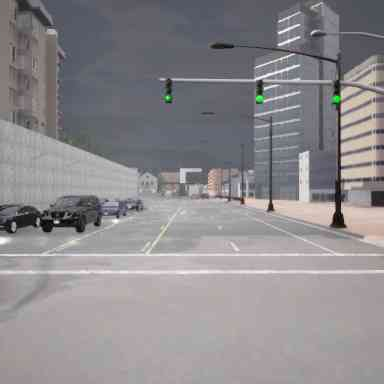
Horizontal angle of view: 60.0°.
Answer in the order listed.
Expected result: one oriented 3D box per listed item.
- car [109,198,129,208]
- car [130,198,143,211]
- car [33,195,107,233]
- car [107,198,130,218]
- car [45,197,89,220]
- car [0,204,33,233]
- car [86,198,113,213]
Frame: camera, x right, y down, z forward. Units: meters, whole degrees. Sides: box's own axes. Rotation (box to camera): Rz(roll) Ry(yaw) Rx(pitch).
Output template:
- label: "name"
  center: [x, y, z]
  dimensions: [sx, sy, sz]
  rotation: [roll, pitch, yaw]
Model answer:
- label: "car"
  center: [-10.570, 1.601, 48.530]
  dimensions: [1.895, 1.301, 4.718]
  rotation: [0, 0, 0]
- label: "car"
  center: [-7.102, 1.491, 40.199]
  dimensions: [2.128, 1.511, 4.902]
  rotation: [0, 0, 0]
- label: "car"
  center: [-7.102, 1.221, 20.216]
  dimensions: [2.150, 2.045, 5.566]
  rotation: [0, 0, 0]
- label: "car"
  center: [-7.107, 1.526, 29.856]
  dimensions: [1.812, 1.442, 4.674]
  rotation: [0, 0, 0]
- label: "car"
  center: [-10.608, 1.352, 28.652]
  dimensions: [2.097, 1.767, 4.553]
  rotation: [0, 0, 0]
- label: "car"
  center: [-10.606, 1.505, 19.585]
  dimensions: [1.837, 1.490, 4.892]
  rotation: [0, 0, 0]
- label: "car"
  center: [-10.605, 1.505, 38.470]
  dimensions: [1.837, 1.490, 4.892]
  rotation: [0, 0, 0]
